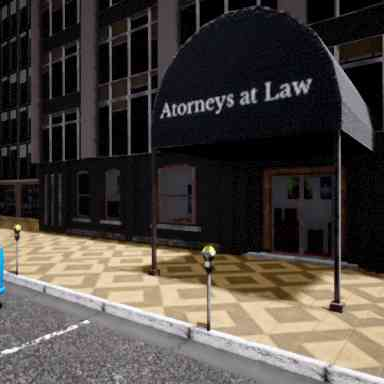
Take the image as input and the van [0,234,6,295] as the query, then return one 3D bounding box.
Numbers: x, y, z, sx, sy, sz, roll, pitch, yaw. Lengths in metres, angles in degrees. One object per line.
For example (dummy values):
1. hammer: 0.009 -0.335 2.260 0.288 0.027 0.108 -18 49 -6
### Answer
1. van: -5.467 1.341 6.796 3.998 1.788 1.690 0 0 36
